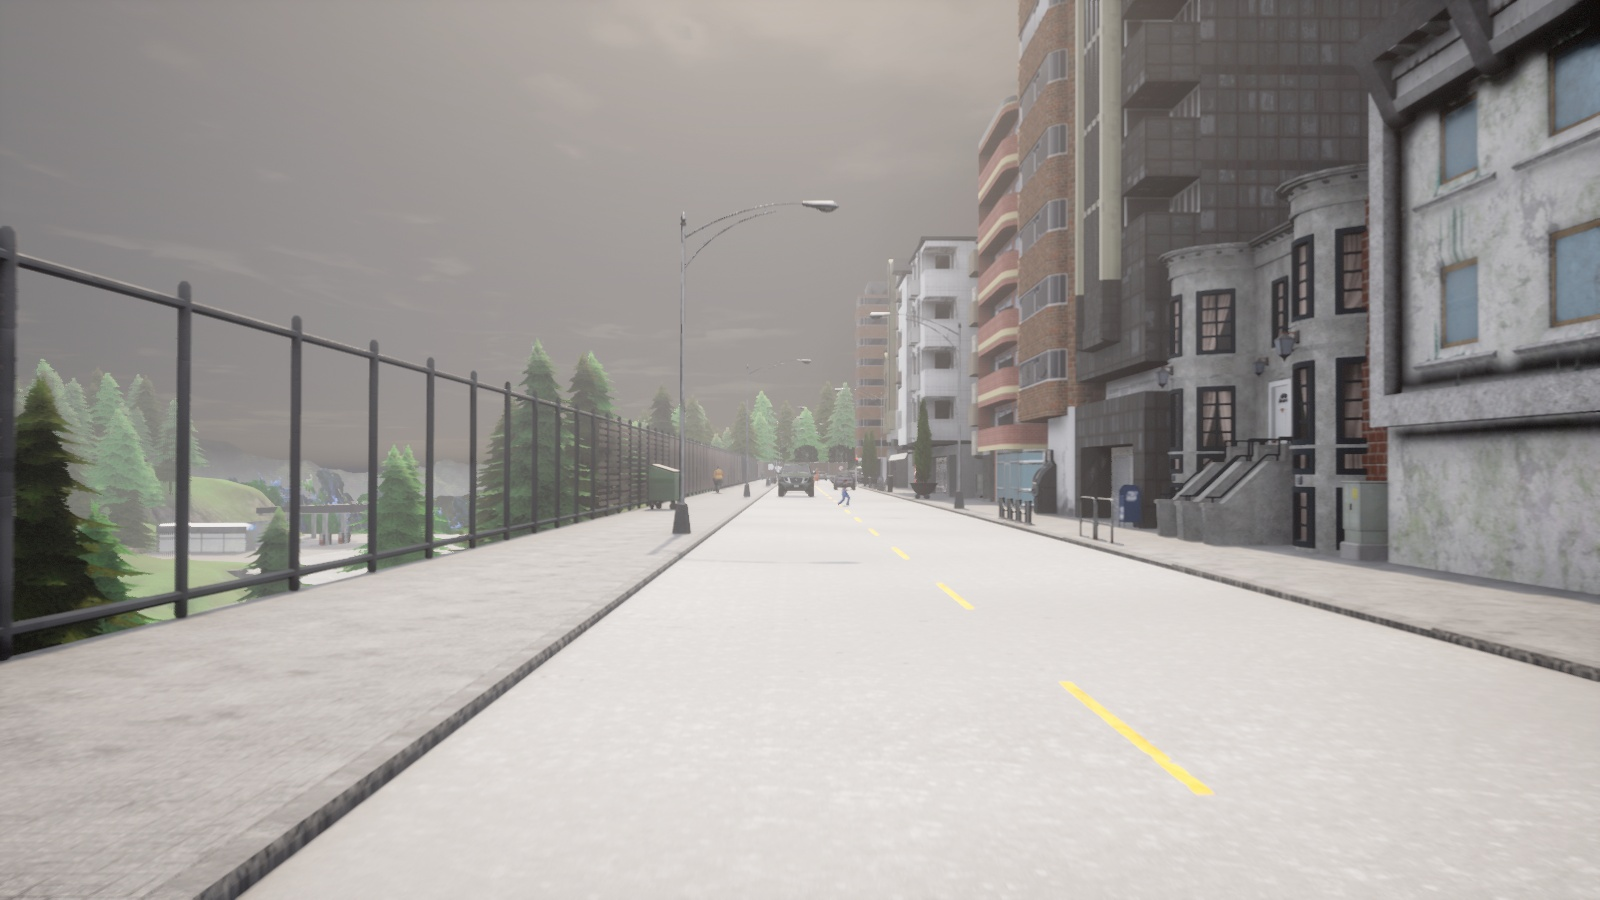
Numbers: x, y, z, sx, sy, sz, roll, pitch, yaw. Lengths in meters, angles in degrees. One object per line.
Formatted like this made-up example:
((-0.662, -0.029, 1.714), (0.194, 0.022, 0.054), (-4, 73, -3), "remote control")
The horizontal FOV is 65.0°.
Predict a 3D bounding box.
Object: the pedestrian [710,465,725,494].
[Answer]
((-5.287, 1.899, 80.856), (0.874, 1.855, 0.900), (0, -1, -10), "pedestrian")

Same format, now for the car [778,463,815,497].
((-0.215, 1.821, 76.858), (2.150, 2.045, 5.566), (0, -1, 0), "car")
